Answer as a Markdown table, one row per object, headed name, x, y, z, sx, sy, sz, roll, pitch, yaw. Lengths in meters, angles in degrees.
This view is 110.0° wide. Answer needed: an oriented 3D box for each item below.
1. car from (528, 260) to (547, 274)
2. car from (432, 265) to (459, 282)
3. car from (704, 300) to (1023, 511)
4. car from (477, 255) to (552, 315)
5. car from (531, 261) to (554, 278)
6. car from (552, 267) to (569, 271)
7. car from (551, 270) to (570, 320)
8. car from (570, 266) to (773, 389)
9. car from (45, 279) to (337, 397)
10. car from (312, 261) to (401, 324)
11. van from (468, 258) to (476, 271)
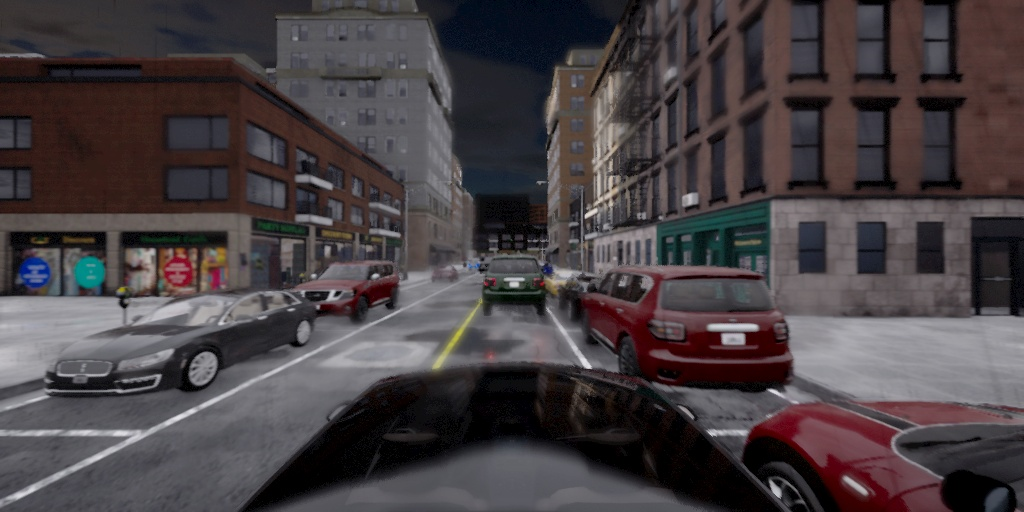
| name | x | y | z | sx | sy | sz | roll | pitch | yaw |
| --- | --- | --- | --- | --- | --- | --- | --- | --- | --- |
| car | 3.015 | 1.324 | 43.003 | 1.882 | 1.535 | 5.008 | 0 | 0 | 0 |
| car | -5.388 | 1.396 | 29.305 | 1.802 | 1.307 | 4.207 | 0 | 0 | 0 |
| car | 2.637 | 1.188 | 0.995 | 1.967 | 1.591 | 4.097 | 0 | 0 | 0 |
| car | 0.086 | 0.999 | 13.901 | 2.150 | 2.045 | 5.566 | 0 | 0 | 0 |
| car | 3.015 | 1.308 | 36.003 | 1.882 | 1.535 | 5.008 | 0 | 0 | 0 |
| car | 2.637 | 1.313 | 18.151 | 1.751 | 1.417 | 4.829 | 0 | 0 | 0 |
| car | 2.637 | 1.341 | 12.319 | 1.948 | 1.339 | 4.313 | 0 | 0 | 0 |
| car | 2.637 | 1.076 | 6.657 | 2.192 | 1.841 | 5.009 | 0 | 0 | 0 |
| car | -5.388 | 1.312 | 6.657 | 2.007 | 1.370 | 4.403 | 0 | 0 | 0 |
| car | -5.388 | 1.089 | 12.320 | 2.192 | 1.841 | 5.009 | 0 | 0 | 0 |
| van | -5.388 | 1.209 | 51.952 | 1.690 | 1.789 | 3.998 | 0 | 0 | 0 |
